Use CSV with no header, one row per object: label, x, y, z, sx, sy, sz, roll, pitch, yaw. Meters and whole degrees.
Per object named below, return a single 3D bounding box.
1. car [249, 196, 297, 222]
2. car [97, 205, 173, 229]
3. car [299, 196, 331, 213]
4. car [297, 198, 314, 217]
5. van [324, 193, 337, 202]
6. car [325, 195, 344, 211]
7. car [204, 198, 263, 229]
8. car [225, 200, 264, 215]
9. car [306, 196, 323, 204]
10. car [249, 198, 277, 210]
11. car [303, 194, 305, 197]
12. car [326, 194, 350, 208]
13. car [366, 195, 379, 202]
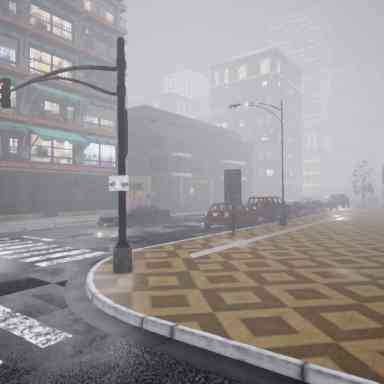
car,5.821,1.215,25.241,2.192,1.841,5.009,-1,0,36
car,-3.524,1.534,21.688,2.033,1.411,5.357,-1,0,36
car,12.460,1.421,34.245,1.887,1.381,4.507,-1,0,36
car,9.142,1.470,29.742,1.802,1.307,4.206,-1,0,36
van,29.344,1.229,70.437,1.690,1.788,3.998,-1,0,36
car,15.779,1.415,38.747,2.008,1.369,4.403,-1,0,36
car,2.504,1.352,20.739,1.967,1.590,4.097,-1,0,36
car,5.409,1.555,33.798,1.895,1.301,4.718,-1,0,36
car,22.608,1.439,61.295,1.752,1.417,4.829,-1,0,36
car,9.335,1.489,43.285,1.752,1.417,4.829,-1,0,36
car,16.312,1.433,48.431,1.882,1.535,5.008,-1,0,36
car,19.095,1.167,43.251,2.192,1.841,5.009,-1,0,36
car,35.689,1.333,65.761,1.887,1.381,4.507,-1,0,36
